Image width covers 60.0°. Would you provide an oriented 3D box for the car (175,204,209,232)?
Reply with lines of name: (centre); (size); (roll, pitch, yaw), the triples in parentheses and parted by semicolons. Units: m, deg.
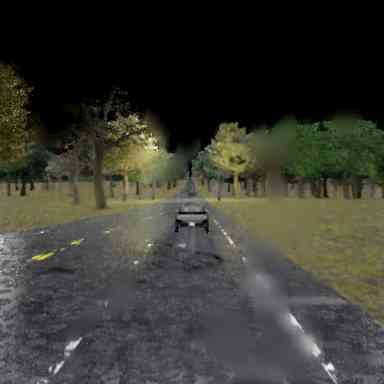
car: (-0.004, 1.456, 19.860); (2.128, 1.511, 4.902); (0, 0, 0)
